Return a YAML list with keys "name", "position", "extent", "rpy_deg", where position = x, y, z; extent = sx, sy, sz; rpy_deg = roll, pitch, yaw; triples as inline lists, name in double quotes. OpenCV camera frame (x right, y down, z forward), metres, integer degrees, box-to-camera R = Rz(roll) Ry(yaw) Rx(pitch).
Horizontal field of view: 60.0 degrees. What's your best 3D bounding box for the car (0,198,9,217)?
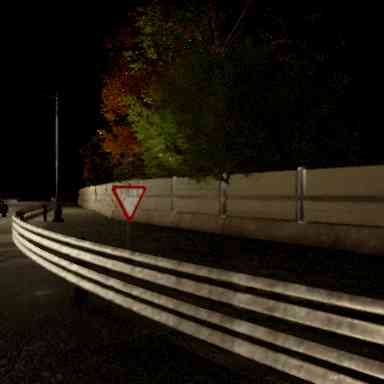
- name: "car"
  position: [-18.170, 1.365, 29.655]
  extent: [2.150, 2.045, 5.566]
  rpy_deg: [0, 0, -14]
